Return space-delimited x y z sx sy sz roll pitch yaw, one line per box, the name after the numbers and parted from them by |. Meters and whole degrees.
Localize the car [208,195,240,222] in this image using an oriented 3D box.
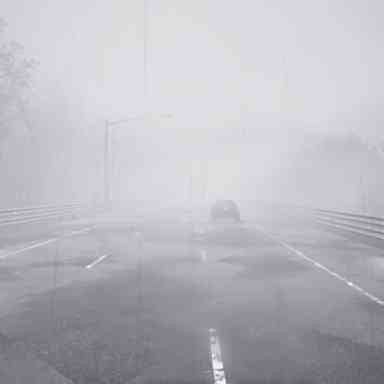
2.591 1.362 26.784 2.097 1.767 4.553 0 0 2 | car

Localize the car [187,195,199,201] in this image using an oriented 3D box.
-0.063 1.621 85.755 2.033 1.411 5.357 0 0 7 | car

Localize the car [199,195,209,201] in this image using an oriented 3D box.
3.467 1.676 85.835 1.895 1.301 4.718 0 0 7 | car
